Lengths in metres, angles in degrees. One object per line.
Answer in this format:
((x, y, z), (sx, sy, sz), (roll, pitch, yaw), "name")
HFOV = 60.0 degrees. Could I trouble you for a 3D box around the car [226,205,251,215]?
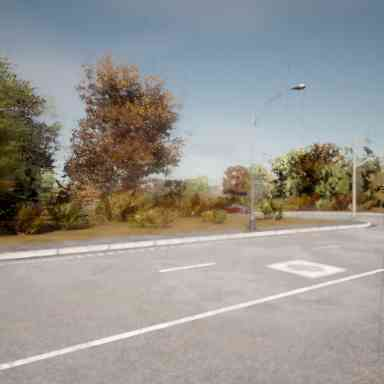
((6.631, 2.574, 46.918), (1.994, 1.385, 4.181), (1, -3, -32), "car")
